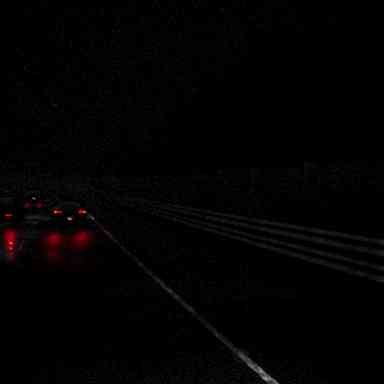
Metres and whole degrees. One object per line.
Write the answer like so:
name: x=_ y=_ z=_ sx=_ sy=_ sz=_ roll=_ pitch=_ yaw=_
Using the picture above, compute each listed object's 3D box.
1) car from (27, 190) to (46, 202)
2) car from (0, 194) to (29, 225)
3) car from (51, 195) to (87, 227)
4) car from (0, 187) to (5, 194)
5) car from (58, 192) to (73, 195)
car: x=-19.436 y=0.486 z=41.343 sx=1.812 sy=1.442 sz=4.674 roll=1 pitch=1 yaw=-21
car: x=-10.908 y=1.051 z=19.381 sx=1.812 sy=1.442 sz=4.674 roll=1 pitch=1 yaw=-22
car: x=-7.224 y=1.152 z=19.561 sx=1.812 sy=1.442 sz=4.674 roll=1 pitch=1 yaw=-21
car: x=-19.900 y=0.318 z=32.719 sx=2.150 sy=2.045 sz=5.566 roll=1 pitch=1 yaw=-21
car: x=-12.681 y=0.799 z=33.281 sx=1.837 sy=1.490 sz=4.892 roll=1 pitch=1 yaw=-20
